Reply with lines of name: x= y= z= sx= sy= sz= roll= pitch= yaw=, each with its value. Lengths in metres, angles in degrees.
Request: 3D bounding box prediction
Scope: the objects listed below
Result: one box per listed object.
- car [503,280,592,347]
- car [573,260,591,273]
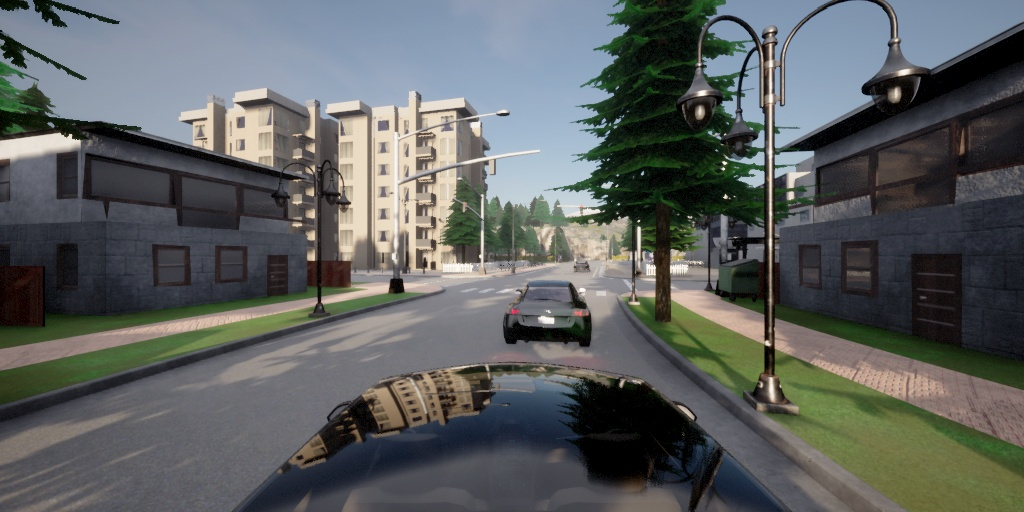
car: x=1.005 y=1.314 z=9.454 sx=1.994 sy=1.385 sz=4.181 roll=0 pitch=0 yaw=8
car: x=8.776 y=1.276 z=44.988 sx=2.128 sy=1.511 sz=4.902 roll=0 pitch=0 yaw=14
